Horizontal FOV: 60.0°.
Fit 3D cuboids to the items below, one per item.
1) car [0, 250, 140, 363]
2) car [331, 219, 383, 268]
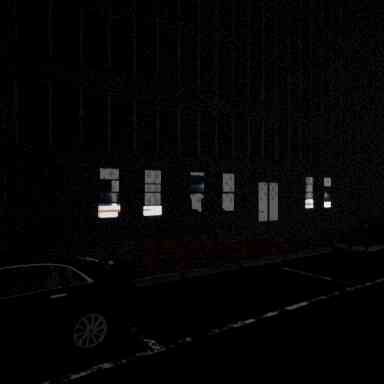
[{"bbox_3d":[-2.876,1.551,4.509,4.403,1.369,2.008,0,0,-35],"label":"car"},{"bbox_3d":[6.408,1.582,11.097,4.206,1.307,1.802,0,0,-35],"label":"car"}]
